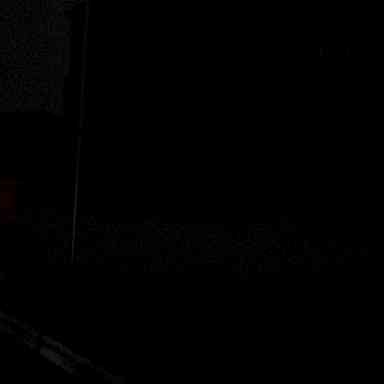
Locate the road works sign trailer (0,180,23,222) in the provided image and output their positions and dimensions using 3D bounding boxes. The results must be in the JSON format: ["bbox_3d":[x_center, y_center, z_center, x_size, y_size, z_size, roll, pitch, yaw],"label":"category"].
[{"bbox_3d":[-10.926,0.514,17.090,2.880,2.380,3.560,3,3,-7],"label":"road works sign trailer"}]
